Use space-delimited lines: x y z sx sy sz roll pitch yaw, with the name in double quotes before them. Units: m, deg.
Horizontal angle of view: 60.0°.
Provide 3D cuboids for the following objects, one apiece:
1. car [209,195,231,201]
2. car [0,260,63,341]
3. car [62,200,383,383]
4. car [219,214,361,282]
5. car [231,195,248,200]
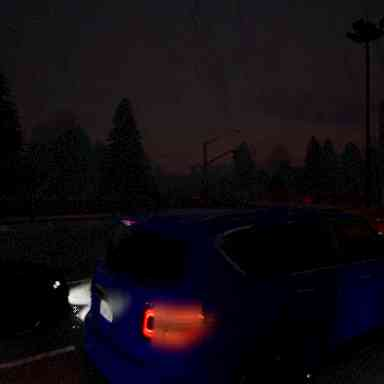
"car" 3.150 1.376 49.132 1.895 1.301 4.718 -1 0 -36
"car" -4.128 1.564 5.090 4.181 1.385 1.994 0 0 -36
"car" 1.376 1.204 4.712 5.566 2.045 2.150 0 0 -35
"car" 3.092 1.512 10.228 4.181 1.385 1.994 -1 0 -34
"car" 6.396 1.240 50.612 2.128 1.511 4.902 -1 0 -35
